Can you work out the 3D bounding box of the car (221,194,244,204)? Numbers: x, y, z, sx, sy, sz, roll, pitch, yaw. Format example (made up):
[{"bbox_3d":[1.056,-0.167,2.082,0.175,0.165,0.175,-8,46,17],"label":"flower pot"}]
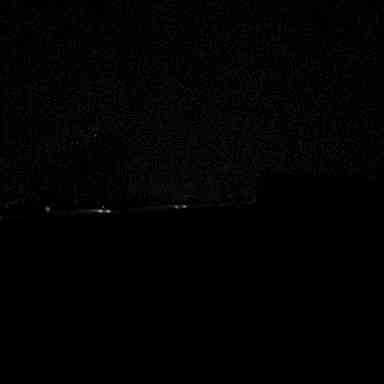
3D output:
[{"bbox_3d":[6.210,1.027,50.398,1.882,1.535,5.008,0,0,36],"label":"car"}]

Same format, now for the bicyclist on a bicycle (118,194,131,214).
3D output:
[{"bbox_3d":[-5.721,1.023,28.153,1.656,1.620,0.582,1,1,35],"label":"bicyclist on a bicycle"}]

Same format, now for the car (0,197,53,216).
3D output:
[{"bbox_3d":[-13.671,1.134,27.283,1.994,1.385,4.181,0,0,34],"label":"car"}]

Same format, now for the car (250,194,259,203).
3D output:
[{"bbox_3d":[11.912,1.097,58.576,2.128,1.511,4.902,0,-1,35],"label":"car"}]

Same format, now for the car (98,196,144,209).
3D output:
[{"bbox_3d":[-7.519,1.093,35.984,2.033,1.411,5.357,0,0,35],"label":"car"}]

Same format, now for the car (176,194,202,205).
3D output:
[{"bbox_3d":[-0.342,1.064,46.123,1.812,1.442,4.674,0,0,36],"label":"car"}]
